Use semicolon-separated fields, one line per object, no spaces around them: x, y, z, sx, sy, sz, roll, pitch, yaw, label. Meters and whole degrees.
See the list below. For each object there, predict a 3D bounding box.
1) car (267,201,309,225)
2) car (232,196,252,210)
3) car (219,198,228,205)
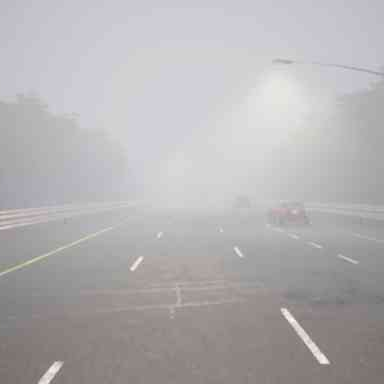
7.034;1.439;24.787;2.097;1.767;4.553;0;0;0;car
7.124;1.535;47.756;2.150;2.045;5.566;0;-1;0;car
7.324;2.166;77.068;1.882;1.535;5.008;0;-1;1;car
